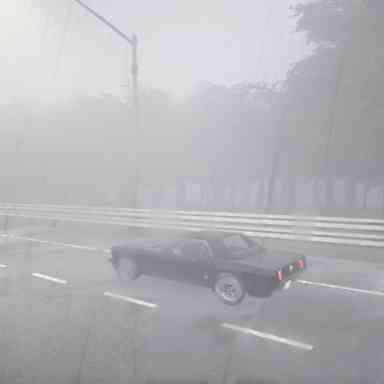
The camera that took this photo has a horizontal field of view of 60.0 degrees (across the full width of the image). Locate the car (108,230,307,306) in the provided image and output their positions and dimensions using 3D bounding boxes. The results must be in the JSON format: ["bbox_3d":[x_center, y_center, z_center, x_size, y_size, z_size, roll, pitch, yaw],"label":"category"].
[{"bbox_3d":[0.139,1.602,8.070,4.718,1.301,1.895,0,0,36],"label":"car"}]
